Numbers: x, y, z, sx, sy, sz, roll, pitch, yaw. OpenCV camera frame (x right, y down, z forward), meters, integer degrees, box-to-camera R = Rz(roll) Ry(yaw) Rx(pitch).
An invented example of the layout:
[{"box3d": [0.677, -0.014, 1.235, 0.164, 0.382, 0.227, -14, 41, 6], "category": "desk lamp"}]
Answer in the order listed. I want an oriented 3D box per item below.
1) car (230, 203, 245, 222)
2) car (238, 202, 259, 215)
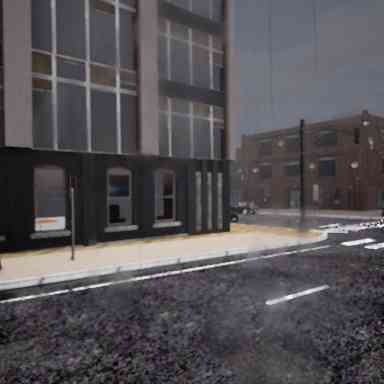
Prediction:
[{"box3d": [2.142, 1.875, 28.905, 1.947, 1.339, 4.313, -2, 0, -37], "category": "car"}, {"box3d": [5.758, 1.833, 38.502, 2.008, 1.369, 4.403, -2, 0, -37], "category": "car"}]
